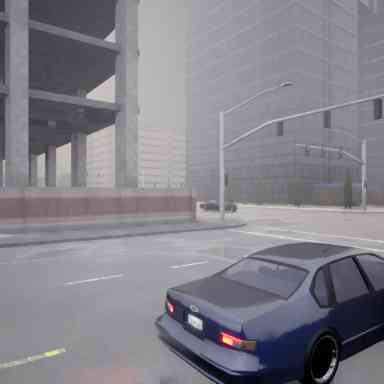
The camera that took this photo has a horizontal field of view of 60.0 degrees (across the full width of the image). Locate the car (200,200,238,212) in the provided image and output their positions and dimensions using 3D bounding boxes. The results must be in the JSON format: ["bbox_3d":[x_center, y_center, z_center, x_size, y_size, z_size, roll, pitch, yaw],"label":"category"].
[{"bbox_3d":[2.994,1.601,37.401,1.895,1.301,4.718,0,0,-36],"label":"car"}]

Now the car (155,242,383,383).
[{"bbox_3d":[2.091,1.547,5.281,5.357,1.411,2.033,0,0,-35],"label":"car"}]
